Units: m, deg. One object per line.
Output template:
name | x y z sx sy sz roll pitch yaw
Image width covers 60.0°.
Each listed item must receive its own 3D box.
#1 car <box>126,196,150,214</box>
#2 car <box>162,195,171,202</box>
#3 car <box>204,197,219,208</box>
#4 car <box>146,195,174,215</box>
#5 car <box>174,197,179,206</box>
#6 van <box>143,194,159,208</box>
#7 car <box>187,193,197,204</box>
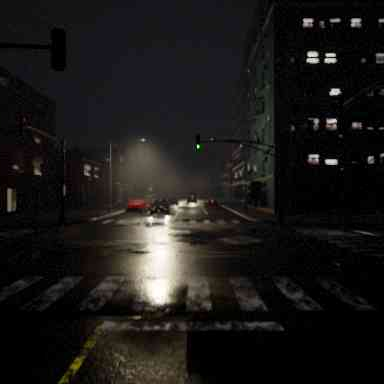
car | -5.758 1.486 34.736 1.887 1.381 4.507 1 0 0
car | -5.689 1.458 74.539 1.802 1.307 4.206 1 0 0
car | 2.698 1.362 46.167 1.967 1.590 4.097 1 0 0
car | -3.100 1.443 33.336 1.837 1.490 4.892 0 2 0
car | -3.042 1.459 52.525 2.033 1.411 5.357 0 0 1
van | -5.679 1.263 46.105 1.690 1.788 3.998 1 0 0
car | -0.010 1.443 62.407 2.033 1.411 5.357 0 0 0
